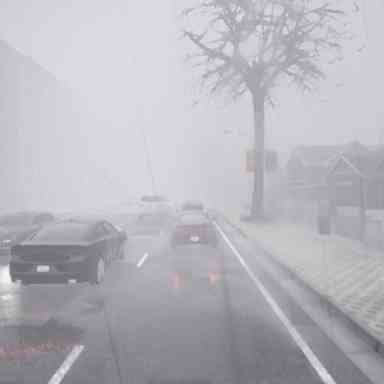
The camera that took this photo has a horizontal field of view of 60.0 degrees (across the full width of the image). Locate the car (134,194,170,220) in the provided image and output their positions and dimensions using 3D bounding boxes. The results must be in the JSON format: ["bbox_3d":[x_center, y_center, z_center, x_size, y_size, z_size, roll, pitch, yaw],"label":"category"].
[{"bbox_3d":[-3.152,1.200,28.207,2.150,2.045,5.566,0,0,0],"label":"car"}]

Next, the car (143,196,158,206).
[{"bbox_3d":[-6.572,1.445,53.178,1.837,1.490,4.892,0,0,0],"label":"car"}]

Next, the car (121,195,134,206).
[{"bbox_3d":[-9.821,1.293,52.927,2.097,1.767,4.553,0,0,0],"label":"car"}]

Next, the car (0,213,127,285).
[{"bbox_3d":[-3.151,1.473,9.513,1.882,1.535,5.008,0,0,0],"label":"car"}]

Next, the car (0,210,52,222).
[{"bbox_3d":[-6.601,1.498,12.923,1.837,1.490,4.892,0,0,0],"label":"car"}]

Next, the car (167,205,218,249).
[{"bbox_3d":[0.099,1.518,14.343,1.812,1.442,4.674,0,0,0],"label":"car"}]

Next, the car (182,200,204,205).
[{"bbox_3d":[0.098,1.453,30.617,1.882,1.535,5.008,0,0,0],"label":"car"}]
